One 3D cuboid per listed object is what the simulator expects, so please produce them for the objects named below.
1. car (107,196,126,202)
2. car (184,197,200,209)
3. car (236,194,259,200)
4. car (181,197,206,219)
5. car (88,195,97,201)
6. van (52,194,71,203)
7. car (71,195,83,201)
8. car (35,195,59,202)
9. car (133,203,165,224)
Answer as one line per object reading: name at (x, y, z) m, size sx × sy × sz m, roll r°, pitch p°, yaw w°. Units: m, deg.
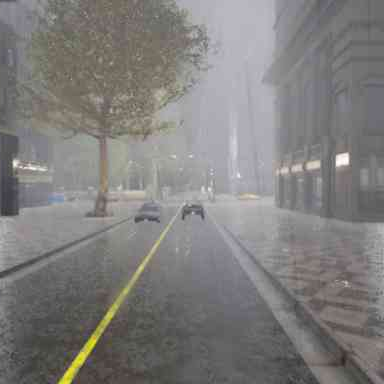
car at (-14.919, 1.379, 63.518) m, size 4.403 × 1.369 × 2.008 m, roll 0°, pitch 1°, yaw 0°
car at (0.025, 1.419, 44.068) m, size 2.033 × 1.411 × 5.357 m, roll 0°, pitch 0°, yaw 0°
car at (11.945, 1.036, 71.875) m, size 4.829 × 1.417 × 1.752 m, roll -1°, pitch 1°, yaw 0°
car at (0.100, 1.452, 28.650) m, size 1.837 × 1.490 × 4.892 m, roll 0°, pitch -1°, yaw 0°
car at (-20.402, 1.334, 72.079) m, size 4.206 × 1.307 × 1.802 m, roll 0°, pitch 1°, yaw 0°
van at (-25.970, 1.228, 63.584) m, size 3.998 × 1.788 × 1.690 m, roll 0°, pitch 1°, yaw 0°
car at (-25.927, 1.330, 72.113) m, size 4.403 × 1.369 × 2.008 m, roll 0°, pitch 1°, yaw 0°
car at (-31.452, 1.368, 72.145) m, size 4.313 × 1.339 × 1.947 m, roll 0°, pitch 1°, yaw 0°
car at (-3.094, 1.512, 24.981) m, size 2.033 × 1.411 × 5.357 m, roll 0°, pitch 0°, yaw 0°
